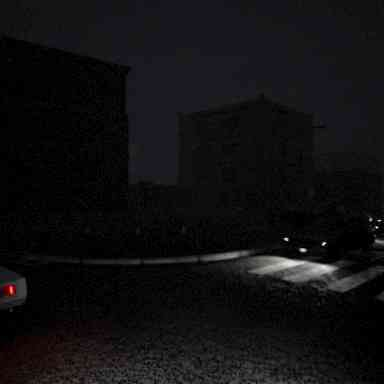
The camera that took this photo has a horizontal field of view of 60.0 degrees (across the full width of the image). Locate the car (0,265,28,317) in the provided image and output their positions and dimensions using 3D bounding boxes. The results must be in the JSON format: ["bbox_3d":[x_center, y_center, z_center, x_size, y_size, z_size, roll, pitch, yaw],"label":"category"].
[{"bbox_3d":[-5.000,1.539,6.068,4.718,1.301,1.895,1,0,38],"label":"car"}]

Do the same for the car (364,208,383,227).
[{"bbox_3d":[23.302,3.053,38.431,5.566,2.045,2.435,1,-3,44],"label":"car"}]

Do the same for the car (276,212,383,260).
[{"bbox_3d":[5.678,1.686,13.309,2.033,1.411,5.357,1,-1,45],"label":"car"}]

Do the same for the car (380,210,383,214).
[{"bbox_3d":[13.948,1.912,21.933,2.150,2.045,5.566,1,-3,43],"label":"car"}]

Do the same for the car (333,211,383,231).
[{"bbox_3d":[15.730,2.631,30.406,4.792,1.488,2.163,1,-3,44],"label":"car"}]

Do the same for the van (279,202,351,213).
[{"bbox_3d":[7.872,1.685,22.368,4.442,1.987,1.878,1,-2,44],"label":"van"}]

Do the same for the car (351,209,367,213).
[{"bbox_3d":[11.808,2.113,26.285,4.553,1.767,2.185,1,-3,44],"label":"car"}]

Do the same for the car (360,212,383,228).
[{"bbox_3d":[21.609,3.133,36.348,5.366,1.575,1.946,1,-3,44],"label":"car"}]

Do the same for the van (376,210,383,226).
[{"bbox_3d":[25.158,3.256,40.508,4.442,1.987,1.878,1,-3,44],"label":"van"}]

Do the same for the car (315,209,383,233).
[{"bbox_3d":[13.654,2.419,28.538,5.366,1.575,1.946,1,-3,44],"label":"car"}]

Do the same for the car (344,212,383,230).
[{"bbox_3d":[17.631,2.819,32.438,4.674,1.452,2.002,1,-3,44],"label":"car"}]
